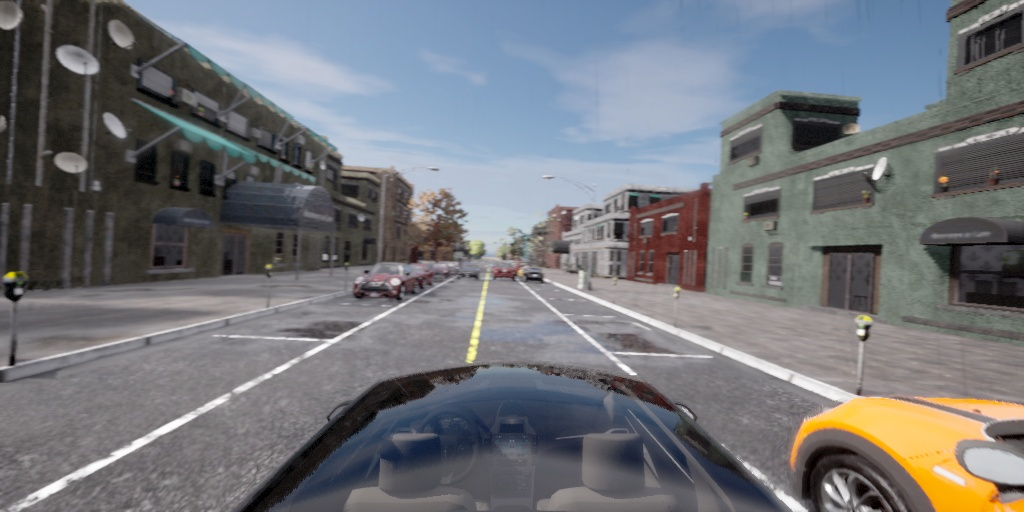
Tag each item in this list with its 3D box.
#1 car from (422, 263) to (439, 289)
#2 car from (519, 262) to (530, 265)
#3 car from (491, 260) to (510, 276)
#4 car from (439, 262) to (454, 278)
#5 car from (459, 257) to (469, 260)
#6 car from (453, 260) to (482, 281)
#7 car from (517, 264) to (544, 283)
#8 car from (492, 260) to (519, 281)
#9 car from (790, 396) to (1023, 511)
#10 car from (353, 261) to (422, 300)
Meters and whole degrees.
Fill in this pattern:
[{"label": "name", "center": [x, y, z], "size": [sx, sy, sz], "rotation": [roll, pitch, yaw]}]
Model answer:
[{"label": "car", "center": [-5.851, 1.155, 21.538], "size": [1.888, 1.381, 4.507], "rotation": [0, 0, -3]}, {"label": "car", "center": [1.513, 1.729, 38.813], "size": [1.751, 1.417, 4.829], "rotation": [0, 0, -3]}, {"label": "car", "center": [-1.477, 1.446, 45.201], "size": [2.097, 1.767, 4.553], "rotation": [3, -1, -3]}, {"label": "car", "center": [-6.504, 1.264, 32.615], "size": [1.802, 1.307, 4.207], "rotation": [0, 0, -3]}, {"label": "car", "center": [-8.135, 1.176, 60.308], "size": [2.192, 1.841, 5.009], "rotation": [0, 0, -3]}, {"label": "car", "center": [-3.788, 1.336, 31.778], "size": [1.837, 1.490, 4.892], "rotation": [3, -1, -3]}, {"label": "car", "center": [1.848, 1.734, 33.106], "size": [1.948, 1.339, 4.313], "rotation": [0, 0, -3]}, {"label": "car", "center": [-0.778, 1.379, 34.329], "size": [2.097, 1.767, 4.553], "rotation": [3, -1, -3]}, {"label": "car", "center": [3.479, 1.295, 1.112], "size": [2.097, 1.767, 4.553], "rotation": [3, -1, -3]}, {"label": "car", "center": [-5.526, 1.013, 15.999], "size": [1.967, 1.591, 4.097], "rotation": [0, 0, -3]}]
